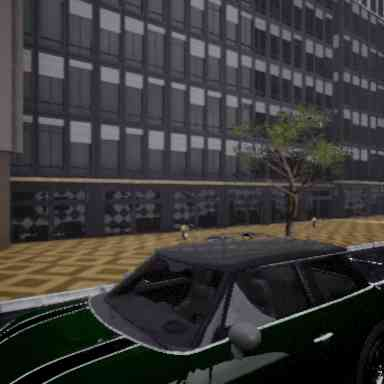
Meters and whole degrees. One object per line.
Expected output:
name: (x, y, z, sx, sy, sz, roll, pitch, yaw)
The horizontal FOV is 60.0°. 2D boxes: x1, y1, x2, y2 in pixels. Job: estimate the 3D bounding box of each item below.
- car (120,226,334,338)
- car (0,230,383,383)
car: (0.909, 1.598, 7.216, 4.403, 1.369, 2.008, 1, -1, -36)
car: (0.171, 1.372, 3.500, 4.553, 1.767, 2.097, 1, 0, -36)
